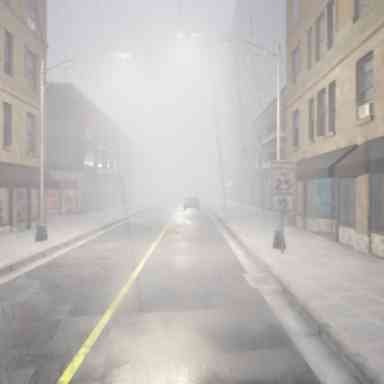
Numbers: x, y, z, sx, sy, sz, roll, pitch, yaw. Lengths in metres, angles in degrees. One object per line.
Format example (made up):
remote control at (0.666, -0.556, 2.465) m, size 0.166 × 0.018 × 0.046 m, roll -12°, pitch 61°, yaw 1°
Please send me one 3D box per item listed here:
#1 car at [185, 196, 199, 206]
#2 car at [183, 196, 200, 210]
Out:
car at (-0.015, 1.214, 47.923) m, size 1.895 × 1.301 × 4.718 m, roll 0°, pitch 0°, yaw 0°
car at (-0.016, 1.249, 36.766) m, size 2.033 × 1.411 × 5.357 m, roll 0°, pitch 0°, yaw 0°
